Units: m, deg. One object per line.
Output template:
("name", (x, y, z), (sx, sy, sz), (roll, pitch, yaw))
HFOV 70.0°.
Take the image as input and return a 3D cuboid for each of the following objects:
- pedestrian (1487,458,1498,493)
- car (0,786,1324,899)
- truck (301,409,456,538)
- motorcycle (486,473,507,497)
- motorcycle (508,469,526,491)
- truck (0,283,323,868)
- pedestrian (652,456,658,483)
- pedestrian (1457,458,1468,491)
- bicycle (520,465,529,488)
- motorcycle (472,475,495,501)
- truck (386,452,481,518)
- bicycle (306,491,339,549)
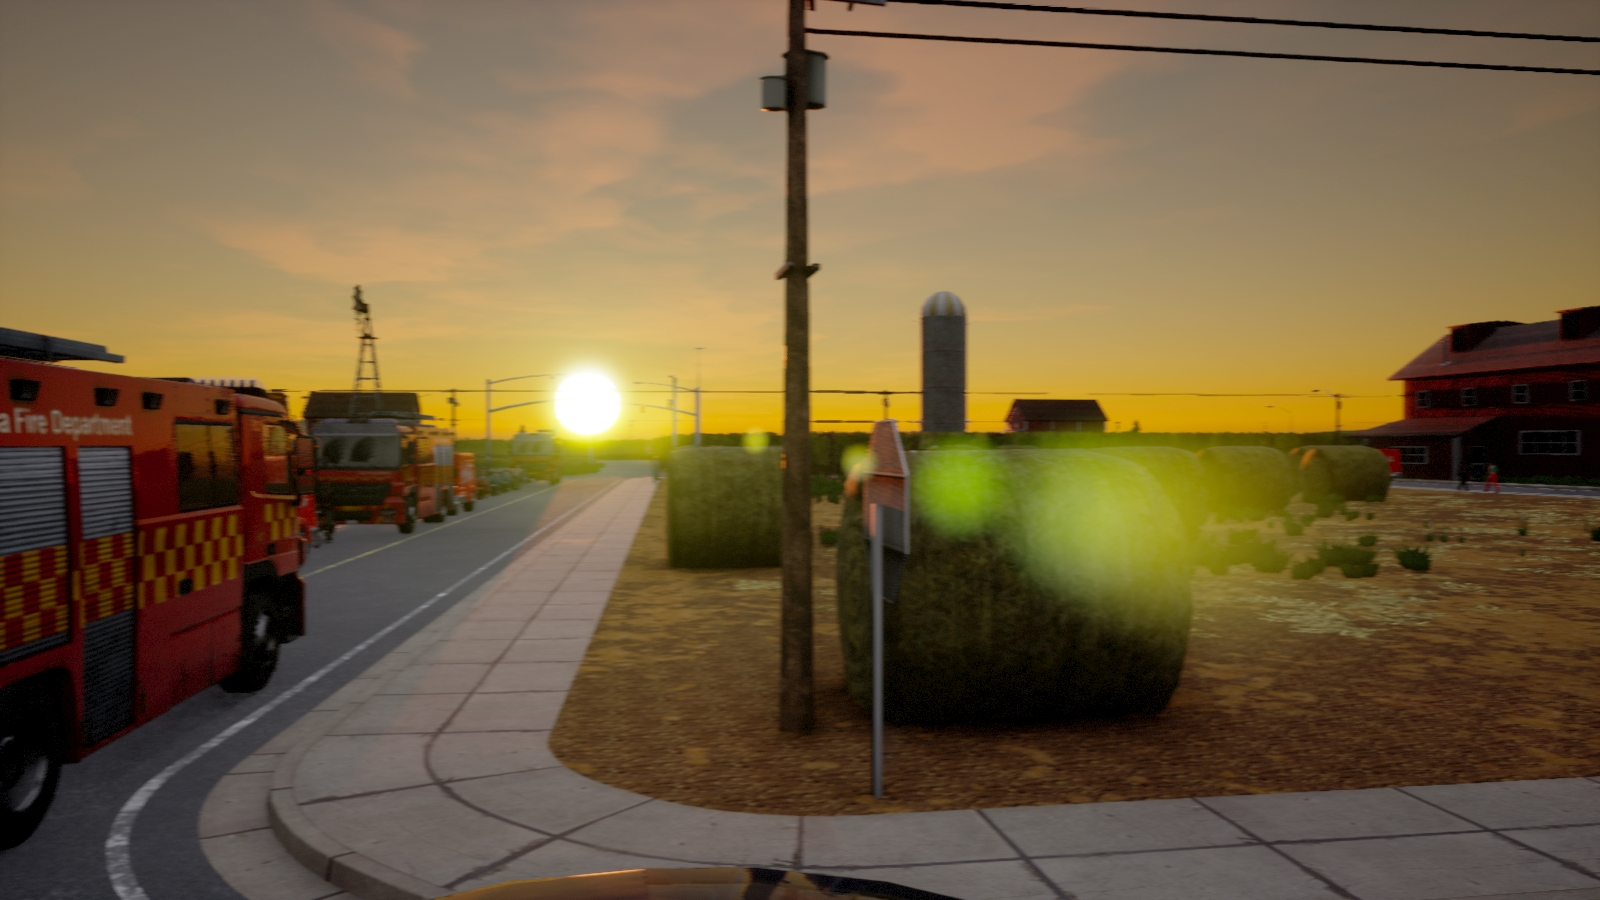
("pedestrian", (37.391, 1.370, 61.671), (0.375, 1.860, 0.375), (0, 0, -5))
("car", (-0.848, 2.041, 2.901), (4.792, 1.488, 2.163), (0, 0, -11))
("truck", (-13.762, 0.678, 38.087), (2.891, 3.827, 8.468), (0, 0, -6))
("motorcycle", (-16.283, 1.866, 61.260), (0.803, 1.199, 2.033), (0, 0, -6))
("motorcycle", (-17.178, 1.813, 69.410), (0.764, 1.277, 2.356), (0, 0, -6))
("truck", (-7.119, 0.804, 10.605), (2.891, 3.827, 8.468), (0, 0, -8))
("pedestrian", (-9.743, 1.303, 76.844), (0.375, 1.860, 0.375), (0, 0, -17))
("pedestrian", (37.021, 1.361, 63.815), (0.375, 1.860, 0.375), (0, 0, -10))
("bicycle", (-17.704, 1.684, 73.486), (0.329, 1.471, 1.835), (0, 0, -7))
("motorcycle", (-15.835, 1.885, 57.139), (0.803, 1.199, 2.033), (0, 0, -6))
("truck", (-14.597, 1.319, 45.852), (2.627, 2.467, 5.204), (0, 0, -6))
("bicycle", (-12.969, 1.880, 31.076), (0.329, 1.471, 1.835), (0, 0, -6))
